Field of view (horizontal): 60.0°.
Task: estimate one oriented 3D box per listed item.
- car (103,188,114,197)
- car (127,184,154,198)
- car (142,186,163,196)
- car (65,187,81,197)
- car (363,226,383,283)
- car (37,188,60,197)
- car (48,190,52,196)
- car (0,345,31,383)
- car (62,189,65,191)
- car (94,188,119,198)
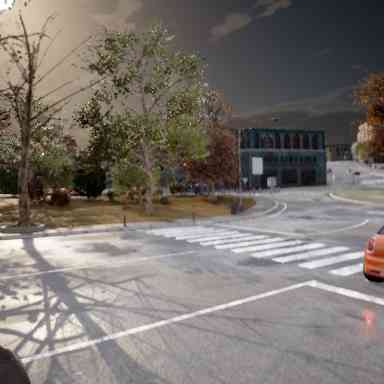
[{"bbox_3d":[-13.525,0.017,60.813,2.185,1.767,4.553,-2,2,16],"label":"car"},{"bbox_3d":[-8.729,-0.198,57.298,2.435,2.045,5.566,-2,2,16],"label":"car"},{"bbox_3d":[-6.304,0.008,55.594,2.231,1.521,4.892,-2,2,16],"label":"car"},{"bbox_3d":[-23.030,0.259,67.959,2.163,1.488,4.792,-1,2,17],"label":"car"},{"bbox_3d":[6.288,1.280,8.229,4.553,1.767,2.097,-1,0,-35],"label":"car"},{"bbox_3d":[-32.441,0.025,75.245,2.185,1.767,4.553,-1,3,18],"label":"car"},{"bbox_3d":[-27.749,0.209,71.610,2.231,1.521,4.892,-1,2,18],"label":"car"},{"bbox_3d":[-3.299,1.514,1.382,4.892,1.490,1.837,0,0,-36],"label":"car"},{"bbox_3d":[-25.399,-0.026,69.758,2.435,2.045,5.566,-1,2,17],"label":"car"},{"bbox_3d":[-15.942,0.183,62.433,1.946,1.575,5.366,-1,2,16],"label":"car"}]
